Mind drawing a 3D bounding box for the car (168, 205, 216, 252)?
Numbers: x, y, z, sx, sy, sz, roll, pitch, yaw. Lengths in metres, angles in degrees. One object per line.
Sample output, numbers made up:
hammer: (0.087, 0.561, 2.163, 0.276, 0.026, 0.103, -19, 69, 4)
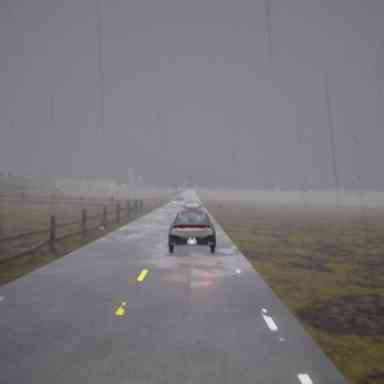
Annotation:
car: (0.007, 1.563, 14.290, 2.128, 1.511, 4.902, 0, 0, 0)

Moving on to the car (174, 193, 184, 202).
car: (-2.735, 1.119, 71.026, 2.097, 1.767, 4.553, 0, 1, 0)

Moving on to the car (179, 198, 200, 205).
car: (0.011, 1.560, 29.367, 1.812, 1.442, 4.674, 0, 0, 0)
